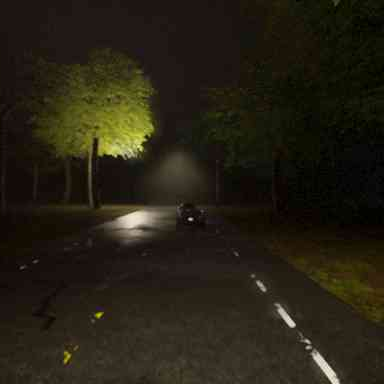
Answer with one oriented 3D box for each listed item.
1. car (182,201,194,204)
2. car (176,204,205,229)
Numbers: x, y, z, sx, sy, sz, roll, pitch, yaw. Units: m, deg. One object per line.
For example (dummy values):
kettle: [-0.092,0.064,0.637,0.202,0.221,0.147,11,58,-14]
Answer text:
car: [-0.532,1.884,41.362,1.837,1.490,4.892,0,0,-2]
car: [-0.126,1.793,23.879,1.994,1.385,4.181,0,-1,-1]
